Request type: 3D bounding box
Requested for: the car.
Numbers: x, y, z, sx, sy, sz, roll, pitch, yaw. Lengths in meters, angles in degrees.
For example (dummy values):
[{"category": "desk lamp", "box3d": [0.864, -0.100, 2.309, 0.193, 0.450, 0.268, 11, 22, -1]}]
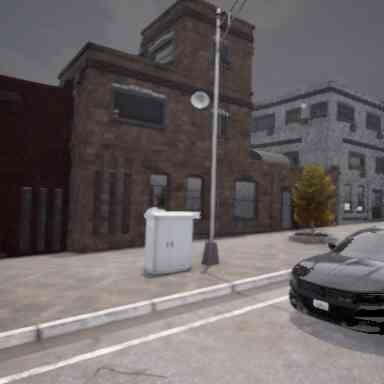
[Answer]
[{"category": "car", "box3d": [4.000, 1.436, 6.537, 5.008, 1.535, 1.882, 0, 0, -36]}]
